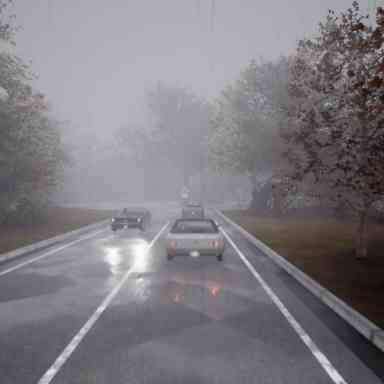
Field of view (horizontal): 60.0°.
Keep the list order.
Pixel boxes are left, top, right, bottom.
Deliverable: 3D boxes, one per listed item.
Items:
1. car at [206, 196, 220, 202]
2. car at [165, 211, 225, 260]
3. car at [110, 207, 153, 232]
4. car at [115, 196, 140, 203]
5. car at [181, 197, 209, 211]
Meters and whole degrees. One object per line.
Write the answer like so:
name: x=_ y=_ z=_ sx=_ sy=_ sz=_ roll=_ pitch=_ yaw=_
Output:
car: x=3.634 y=1.545 z=72.644 sx=4.902 sy=1.511 sz=2.128 roll=0 pitch=0 yaw=18
car: x=0.092 y=1.604 z=12.390 sx=1.895 sy=1.301 sz=4.718 roll=0 pitch=0 yaw=0
car: x=-3.592 y=1.606 z=20.297 sx=1.895 sy=1.301 sz=4.718 roll=0 pitch=0 yaw=0
car: x=-13.216 y=1.558 z=68.308 sx=2.033 sy=1.411 sz=5.357 roll=0 pitch=0 yaw=43
car: x=0.093 y=1.499 z=29.104 sx=2.128 sy=1.511 sz=4.902 roll=0 pitch=0 yaw=0
